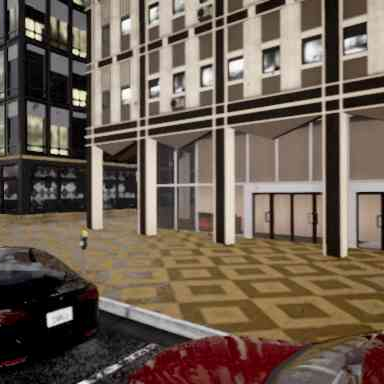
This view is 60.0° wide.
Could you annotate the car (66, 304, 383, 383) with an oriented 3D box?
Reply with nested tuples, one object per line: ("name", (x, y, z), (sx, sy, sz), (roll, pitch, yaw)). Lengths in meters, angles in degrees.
("car", (1.333, 1.582, 1.935), (4.206, 1.307, 1.802), (0, 0, 35))

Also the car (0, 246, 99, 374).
("car", (-3.286, 1.528, 5.228), (4.313, 1.339, 1.947), (1, 0, 35))
